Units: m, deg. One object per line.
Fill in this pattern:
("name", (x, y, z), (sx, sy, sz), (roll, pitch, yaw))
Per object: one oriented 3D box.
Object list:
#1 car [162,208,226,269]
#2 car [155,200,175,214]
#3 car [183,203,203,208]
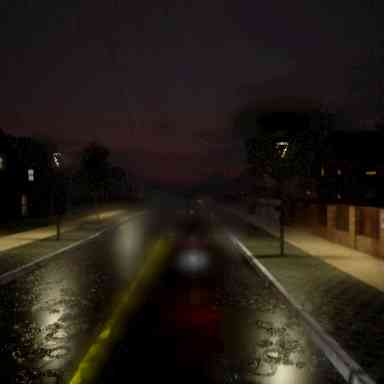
("car", (0.065, 1.504, 11.147), (1.837, 1.490, 4.892), (0, 1, 0))
("car", (-2.809, 1.586, 35.475), (2.033, 1.411, 5.357), (0, 0, 0))
("car", (0.069, 1.560, 26.401), (2.033, 1.411, 5.357), (0, 0, 0))
